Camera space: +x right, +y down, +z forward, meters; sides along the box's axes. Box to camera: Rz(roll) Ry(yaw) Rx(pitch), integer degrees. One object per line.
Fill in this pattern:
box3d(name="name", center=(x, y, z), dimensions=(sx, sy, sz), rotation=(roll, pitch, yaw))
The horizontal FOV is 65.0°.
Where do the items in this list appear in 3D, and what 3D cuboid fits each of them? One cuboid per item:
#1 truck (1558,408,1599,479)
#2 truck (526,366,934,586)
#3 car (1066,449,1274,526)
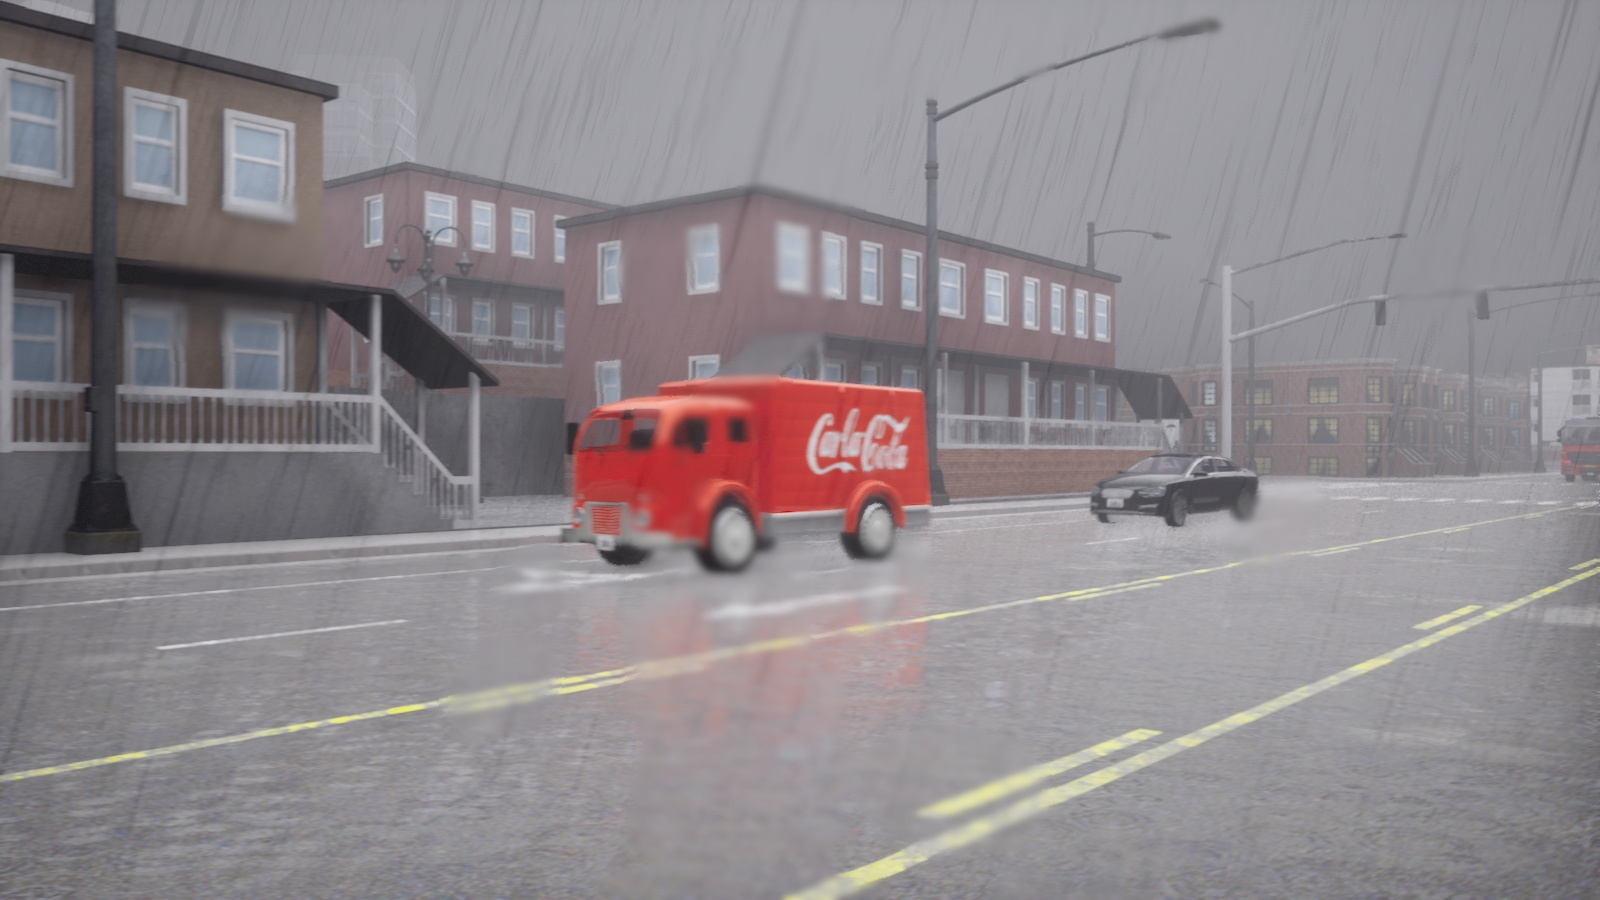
box3d(name="truck", center=(45.200, -0.354, 70.817), dimensions=(2.891, 3.827, 8.468), rotation=(0, 0, 40))
box3d(name="truck", center=(-0.757, 0.300, 16.945), dimensions=(2.627, 2.467, 5.204), rotation=(0, 0, 40))
box3d(name="car", center=(8.052, 0.747, 27.075), dimensions=(4.902, 1.511, 2.128), rotation=(0, 0, -44))
